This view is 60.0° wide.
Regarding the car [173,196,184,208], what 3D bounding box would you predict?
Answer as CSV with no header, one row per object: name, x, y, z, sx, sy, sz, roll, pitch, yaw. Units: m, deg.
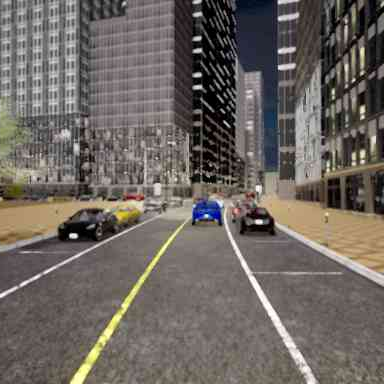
car,-2.144,1.263,43.197,2.008,1.369,4.403,1,0,8

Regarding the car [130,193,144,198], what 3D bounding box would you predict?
car,-11.815,1.051,67.706,5.009,1.841,2.192,0,-1,17

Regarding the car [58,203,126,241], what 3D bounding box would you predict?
car,-4.832,1.450,16.067,1.947,1.339,4.313,1,0,3

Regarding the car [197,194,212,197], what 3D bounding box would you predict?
car,1.307,1.240,48.888,1.994,1.385,4.181,0,0,9

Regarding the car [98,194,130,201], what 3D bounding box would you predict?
car,-14.050,1.208,60.147,4.313,1.339,1.947,0,-1,17

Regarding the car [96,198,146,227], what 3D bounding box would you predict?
car,-4.491,1.374,21.384,1.752,1.417,4.829,1,0,4

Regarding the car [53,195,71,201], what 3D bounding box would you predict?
car,-28.067,1.325,72.527,4.829,1.417,1.752,0,-1,17

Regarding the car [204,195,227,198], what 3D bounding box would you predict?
car,2.829,1.327,39.411,1.895,1.301,4.718,0,0,7

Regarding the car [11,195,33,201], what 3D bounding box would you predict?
car,-38.631,1.391,75.663,4.403,1.369,2.008,0,-1,17

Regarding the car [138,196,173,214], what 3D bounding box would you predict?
car,-3.494,1.328,32.465,2.008,1.369,4.403,1,0,6

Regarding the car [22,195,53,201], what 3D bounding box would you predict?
car,-30.132,1.255,64.920,4.403,1.369,2.008,0,-1,17

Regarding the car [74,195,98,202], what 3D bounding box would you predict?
car,-22.541,1.329,70.887,4.403,1.369,2.008,0,-1,17

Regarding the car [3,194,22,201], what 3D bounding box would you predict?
car,-35.493,1.165,66.513,4.097,1.590,1.967,0,-1,17

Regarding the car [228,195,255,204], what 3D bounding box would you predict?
car,3.714,1.271,23.502,1.967,1.590,4.097,1,0,5

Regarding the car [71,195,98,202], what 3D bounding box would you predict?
car,-19.411,1.213,61.738,4.403,1.369,2.008,0,-1,17

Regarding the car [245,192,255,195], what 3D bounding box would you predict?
car,14.233,0.821,81.760,2.192,1.841,5.009,1,0,16

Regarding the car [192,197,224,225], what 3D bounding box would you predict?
car,1.074,1.315,22.746,1.882,1.535,5.008,0,0,4

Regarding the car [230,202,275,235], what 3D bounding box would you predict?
car,3.304,1.436,17.830,1.947,1.339,4.313,1,0,4
